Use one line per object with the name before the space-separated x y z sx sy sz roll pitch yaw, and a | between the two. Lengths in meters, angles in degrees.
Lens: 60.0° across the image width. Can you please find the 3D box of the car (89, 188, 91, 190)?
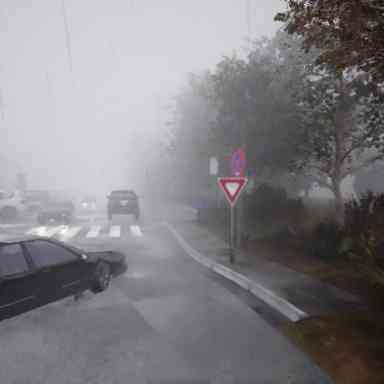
car | -26.341 0.444 75.769 4.792 1.488 2.163 -1 1 -33

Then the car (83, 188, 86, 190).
car | -22.919 0.598 61.212 5.366 1.575 1.946 -2 1 -33

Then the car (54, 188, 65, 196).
car | -18.502 0.782 40.587 4.553 1.767 2.185 -2 1 -33

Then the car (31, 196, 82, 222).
car | -8.854 1.248 22.177 2.033 1.411 5.357 0 1 -13

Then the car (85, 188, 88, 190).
car | -23.726 0.314 64.058 5.566 2.045 2.435 -2 1 -33

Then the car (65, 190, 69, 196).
car | -19.131 0.902 43.532 4.674 1.452 2.002 -2 1 -33

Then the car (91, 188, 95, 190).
car | -29.031 0.278 87.454 4.892 1.521 2.231 -1 1 -33

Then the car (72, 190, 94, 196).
car | -29.538 0.236 90.482 5.366 1.575 1.946 -1 1 -33

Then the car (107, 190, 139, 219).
car | -5.212 0.870 25.111 2.150 2.045 5.566 0 1 -12

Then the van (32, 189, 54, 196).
van | -17.243 0.775 34.670 4.442 1.987 1.878 -2 2 -33

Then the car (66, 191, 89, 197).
car | -27.030 0.420 78.680 4.674 1.452 2.002 -1 1 -33

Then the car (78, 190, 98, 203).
car | -14.514 0.875 47.285 1.994 1.385 4.181 0 1 -12

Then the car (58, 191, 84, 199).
car | -24.384 0.567 66.966 4.674 1.452 2.002 -2 1 -33

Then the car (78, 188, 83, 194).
car | -21.742 0.436 55.263 5.566 2.045 2.435 -2 1 -33

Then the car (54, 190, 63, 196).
car | -17.800 0.952 37.670 5.008 1.535 2.097 -2 2 -33

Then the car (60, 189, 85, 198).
car | -25.077 0.364 69.880 4.553 1.767 2.185 -2 1 -33

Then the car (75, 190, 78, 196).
car | -21.083 0.759 52.341 4.792 1.488 2.163 -2 1 -33

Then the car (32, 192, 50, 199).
car | -15.655 1.082 28.986 5.366 1.575 1.946 -2 1 -33

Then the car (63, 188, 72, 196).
car | -19.760 0.691 46.471 4.553 1.767 2.185 -2 2 -33

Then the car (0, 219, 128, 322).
car | -3.462 1.518 6.253 2.033 1.411 5.357 1 0 25

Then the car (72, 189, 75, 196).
car | -20.418 0.647 49.399 4.553 1.767 2.185 -2 2 -33

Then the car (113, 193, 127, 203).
car | -10.740 0.872 49.420 1.895 1.301 4.718 0 1 -13

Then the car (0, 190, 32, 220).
car | -14.490 0.931 22.999 5.566 2.045 2.435 -2 2 -33
